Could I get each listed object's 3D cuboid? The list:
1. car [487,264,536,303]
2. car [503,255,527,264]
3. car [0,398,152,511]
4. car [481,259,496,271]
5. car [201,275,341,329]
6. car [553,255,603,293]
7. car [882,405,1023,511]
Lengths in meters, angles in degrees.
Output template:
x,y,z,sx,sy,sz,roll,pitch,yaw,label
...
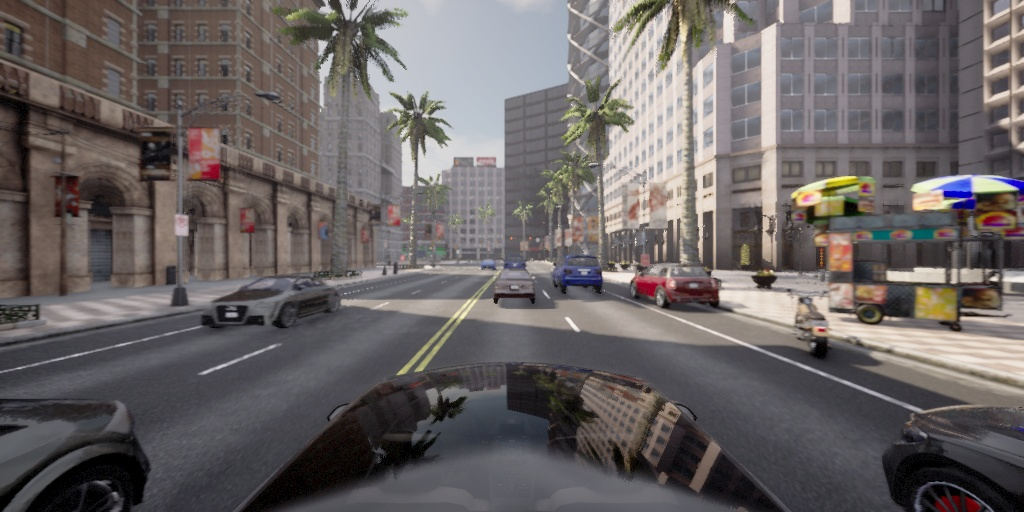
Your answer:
x,y,z,sx,sy,sz,roll,pitch,yaw,label
0.110,1.279,16.620,2.033,1.411,5.357,0,0,0,car
0.301,0.932,34.943,2.150,2.045,5.566,0,0,1,car
-3.599,1.315,0.802,1.994,1.385,4.181,0,0,0,car
-3.155,1.172,49.237,1.882,1.535,5.008,0,0,1,car
-7.091,1.303,11.062,1.994,1.385,4.181,0,0,0,car
3.634,0.949,20.567,2.150,2.045,5.566,0,0,0,car
3.599,1.277,0.599,1.812,1.442,4.674,0,0,0,car
